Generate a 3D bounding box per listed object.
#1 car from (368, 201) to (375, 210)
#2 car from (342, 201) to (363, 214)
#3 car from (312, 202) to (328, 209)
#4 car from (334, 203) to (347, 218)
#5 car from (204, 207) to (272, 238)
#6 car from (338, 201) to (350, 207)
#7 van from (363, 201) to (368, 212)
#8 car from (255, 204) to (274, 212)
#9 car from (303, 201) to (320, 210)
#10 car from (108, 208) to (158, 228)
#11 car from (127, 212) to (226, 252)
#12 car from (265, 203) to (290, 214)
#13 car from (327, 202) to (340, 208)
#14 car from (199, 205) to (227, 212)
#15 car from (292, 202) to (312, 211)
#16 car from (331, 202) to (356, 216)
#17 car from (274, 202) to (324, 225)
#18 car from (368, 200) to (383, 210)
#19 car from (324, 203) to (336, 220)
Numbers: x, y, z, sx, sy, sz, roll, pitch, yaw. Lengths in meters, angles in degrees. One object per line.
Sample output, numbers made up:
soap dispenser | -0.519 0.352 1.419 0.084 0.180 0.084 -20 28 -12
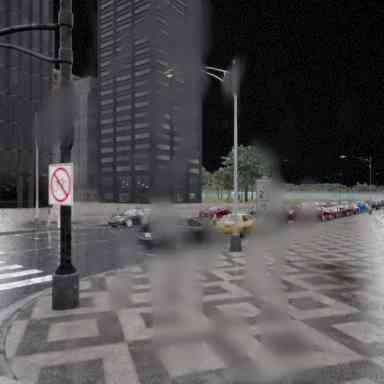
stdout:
car | 28.990 2.591 56.194 2.008 1.369 4.403 -1 -2 36
car | 22.431 2.294 47.009 1.967 1.590 4.097 -1 -2 36
car | 25.332 2.671 65.744 1.887 1.381 4.507 -1 -2 36
car | 15.879 2.245 37.823 1.802 1.307 4.206 -1 -2 36
car | 2.859 1.823 19.582 1.752 1.417 4.829 -1 -2 36
car | 38.446 3.036 84.118 2.008 1.369 4.403 -1 -1 36
van | 25.710 2.288 51.605 1.690 1.788 3.998 -1 -2 36
car | 8.939 2.208 42.776 2.008 1.369 4.403 -1 -2 36
car | 22.053 2.475 61.153 1.967 1.590 4.097 -1 -2 36
car | -4.173 1.840 24.402 2.008 1.369 4.403 -1 -1 36
car | -0.517 1.774 14.850 1.947 1.339 4.313 -1 -2 36
car | 12.217 2.304 47.369 2.008 1.369 4.403 -1 -2 36
car | 31.889 2.889 74.931 1.802 1.307 4.206 -1 -2 36
car | 2.383 2.015 33.590 1.887 1.381 4.507 -1 -2 36
car | 18.775 2.493 56.557 2.008 1.369 4.403 -1 -2 36
car | 19.153 2.303 42.413 1.887 1.381 4.507 -1 -2 36
car | 9.317 1.791 28.637 2.192 1.841 5.009 -1 -2 36
car | 35.547 2.538 65.388 2.192 1.841 5.009 -1 -2 36
car | 12.596 2.113 33.225 1.887 1.381 4.507 -1 -2 36
